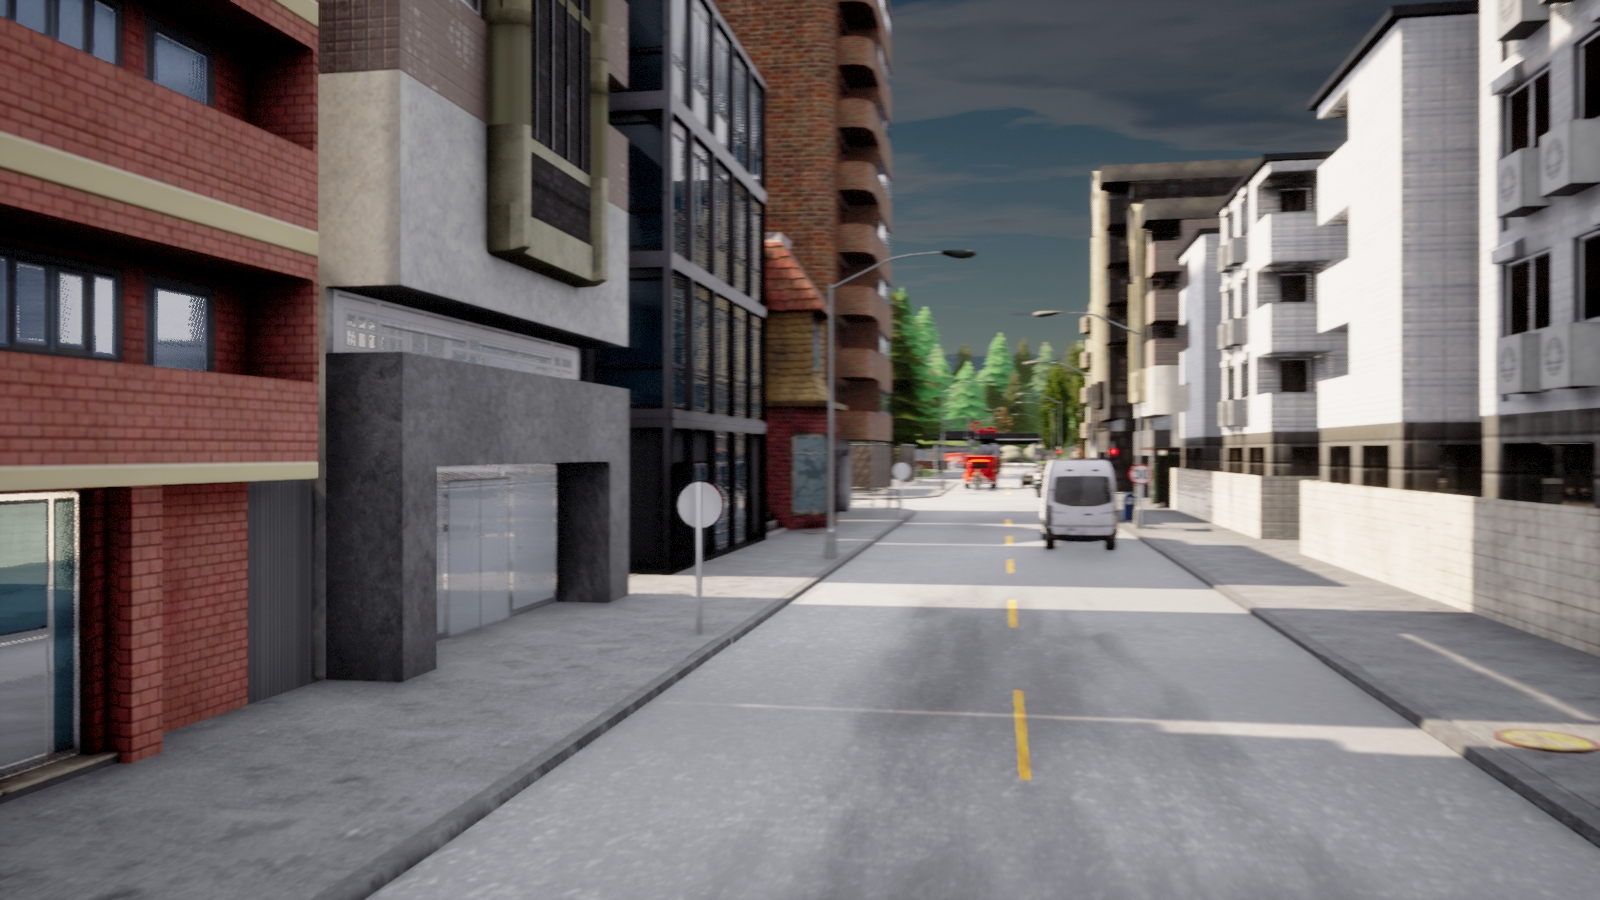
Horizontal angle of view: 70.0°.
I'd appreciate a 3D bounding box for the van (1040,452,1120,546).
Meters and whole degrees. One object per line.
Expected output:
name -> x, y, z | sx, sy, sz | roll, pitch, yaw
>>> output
van -> 8.292, 1.350, 34.316 | 1.988, 2.561, 5.915 | 0, 0, 10
